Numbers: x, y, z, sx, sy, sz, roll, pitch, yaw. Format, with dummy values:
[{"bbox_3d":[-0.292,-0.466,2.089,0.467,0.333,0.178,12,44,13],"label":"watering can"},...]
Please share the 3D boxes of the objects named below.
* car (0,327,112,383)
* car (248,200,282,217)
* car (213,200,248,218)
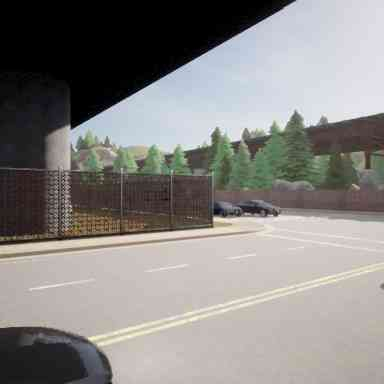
[{"bbox_3d":[-2.736,1.525,1.795,4.674,1.442,1.812,0,0,-35],"label":"car"},{"bbox_3d":[6.253,1.505,31.631,1.837,1.490,4.892,0,0,-36],"label":"car"},{"bbox_3d":[2.738,1.564,30.522,1.994,1.385,4.181,0,0,-36],"label":"car"}]
